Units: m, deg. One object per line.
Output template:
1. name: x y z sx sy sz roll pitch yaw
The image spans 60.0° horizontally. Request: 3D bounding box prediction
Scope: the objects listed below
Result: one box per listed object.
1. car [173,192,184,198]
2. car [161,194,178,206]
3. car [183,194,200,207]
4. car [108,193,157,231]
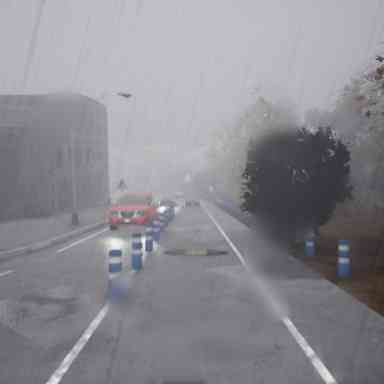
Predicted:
1. car: -2.625 0.646 66.044 1.812 1.442 4.674 -2 2 -15
2. car: -3.445 1.292 47.575 1.895 1.301 4.718 0 1 -1
3. car: 0.043 1.311 45.745 1.895 1.301 4.718 0 1 -1
4. car: -3.346 1.104 19.861 2.150 2.045 5.566 0 0 0
